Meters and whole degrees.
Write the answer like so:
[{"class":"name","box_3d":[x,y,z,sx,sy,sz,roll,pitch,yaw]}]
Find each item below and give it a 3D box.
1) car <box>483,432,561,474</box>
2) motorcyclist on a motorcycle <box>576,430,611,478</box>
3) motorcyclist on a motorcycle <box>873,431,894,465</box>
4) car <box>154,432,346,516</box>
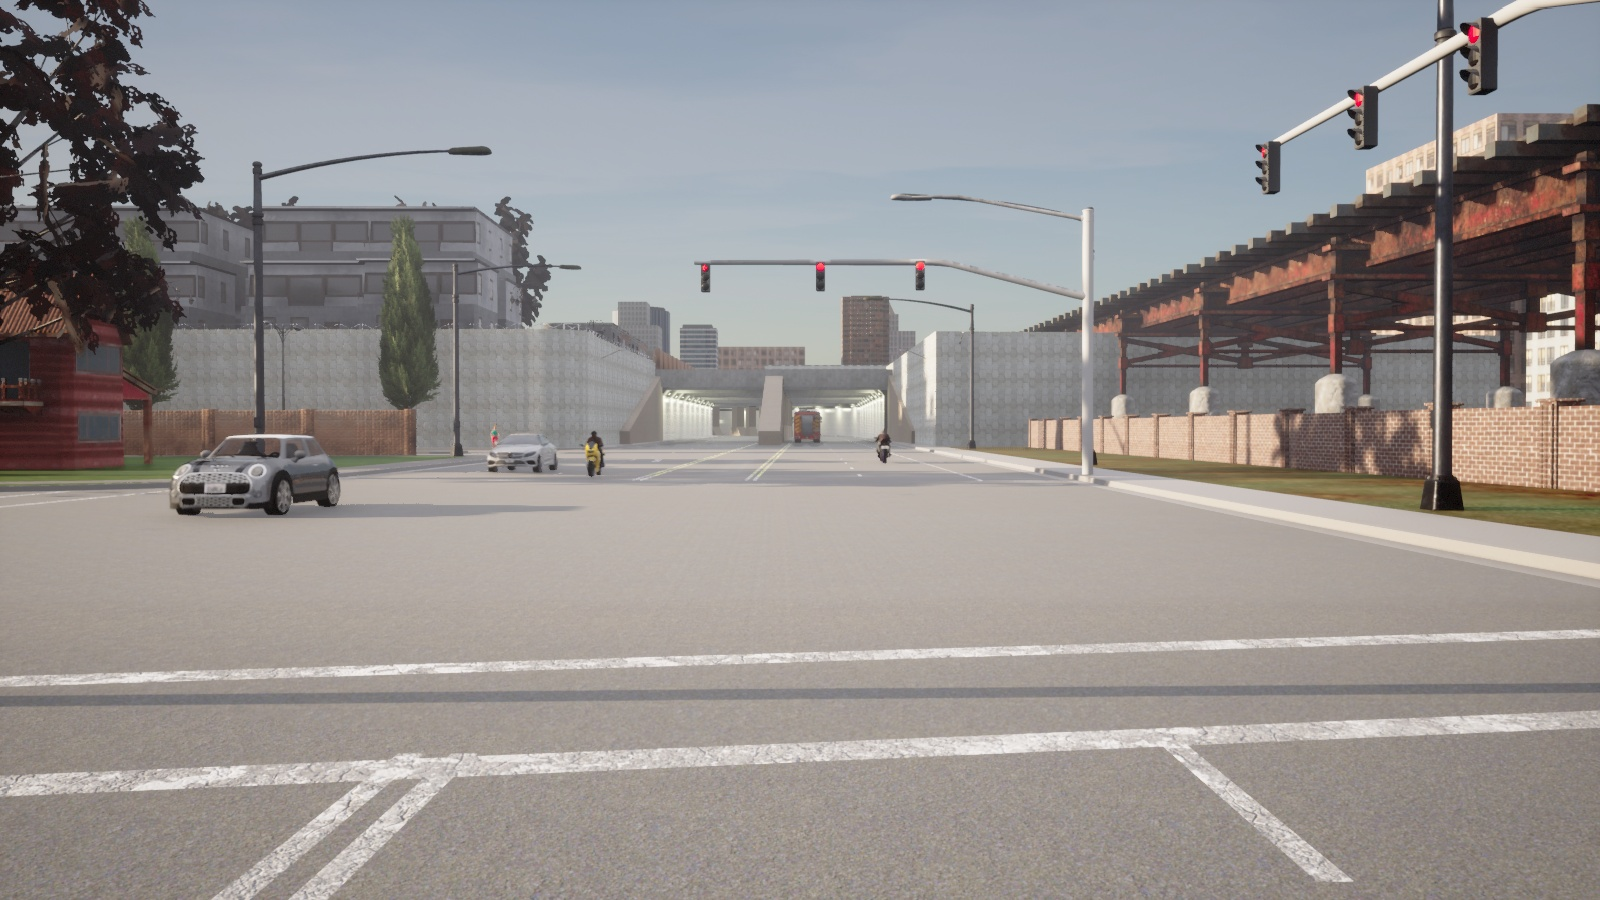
[{"class":"car","box_3d":[-10.224,0.066,46.500,1.812,1.442,4.674,0,1,0]},{"class":"motorcyclist on a motorcycle","box_3d":[-6.754,0.117,41.174,0.797,1.523,2.044,0,1,0]},{"class":"motorcyclist on a motorcycle","box_3d":[3.840,-0.123,57.962,0.866,1.530,2.191,0,1,0]},{"class":"car","box_3d":[-10.351,0.388,23.976,1.970,1.475,3.806,0,1,0]}]
